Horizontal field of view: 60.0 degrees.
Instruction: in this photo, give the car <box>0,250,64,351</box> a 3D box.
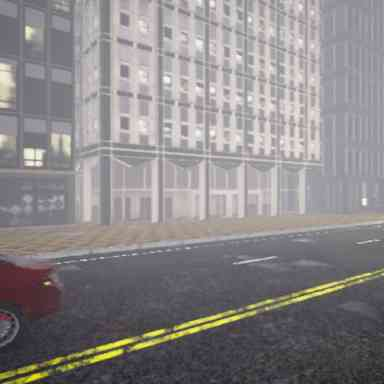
[{"bbox_3d":[-4.270,1.523,4.624,4.674,1.442,1.812,0,0,-35],"label":"car"}]
